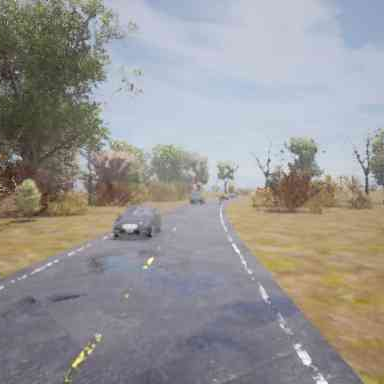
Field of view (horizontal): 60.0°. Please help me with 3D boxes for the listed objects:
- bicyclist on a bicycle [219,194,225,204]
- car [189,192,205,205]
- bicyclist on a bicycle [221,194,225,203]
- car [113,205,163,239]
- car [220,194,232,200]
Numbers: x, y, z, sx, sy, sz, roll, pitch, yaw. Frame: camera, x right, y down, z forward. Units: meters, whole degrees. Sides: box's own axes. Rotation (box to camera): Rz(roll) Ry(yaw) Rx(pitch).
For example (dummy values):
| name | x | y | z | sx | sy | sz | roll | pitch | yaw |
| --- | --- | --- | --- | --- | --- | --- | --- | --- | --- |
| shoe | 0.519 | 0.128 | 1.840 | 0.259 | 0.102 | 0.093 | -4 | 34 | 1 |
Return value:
| name | x | y | z | sx | sy | sz | roll | pitch | yaw |
| --- | --- | --- | --- | --- | --- | --- | --- | --- | --- |
| bicyclist on a bicycle | 4.934 | 1.333 | 58.141 | 0.582 | 1.620 | 1.656 | 0 | 0 | 8 |
| car | 0.952 | 1.098 | 57.558 | 2.150 | 2.045 | 5.566 | 0 | 0 | 8 |
| bicyclist on a bicycle | 6.328 | 1.236 | 67.376 | 0.659 | 1.776 | 1.843 | 0 | 0 | 9 |
| car | -2.680 | 1.447 | 17.263 | 2.128 | 1.511 | 4.902 | 0 | 0 | 3 |
| car | 8.183 | 1.348 | 82.583 | 1.895 | 1.301 | 4.718 | 0 | 0 | 12 |
